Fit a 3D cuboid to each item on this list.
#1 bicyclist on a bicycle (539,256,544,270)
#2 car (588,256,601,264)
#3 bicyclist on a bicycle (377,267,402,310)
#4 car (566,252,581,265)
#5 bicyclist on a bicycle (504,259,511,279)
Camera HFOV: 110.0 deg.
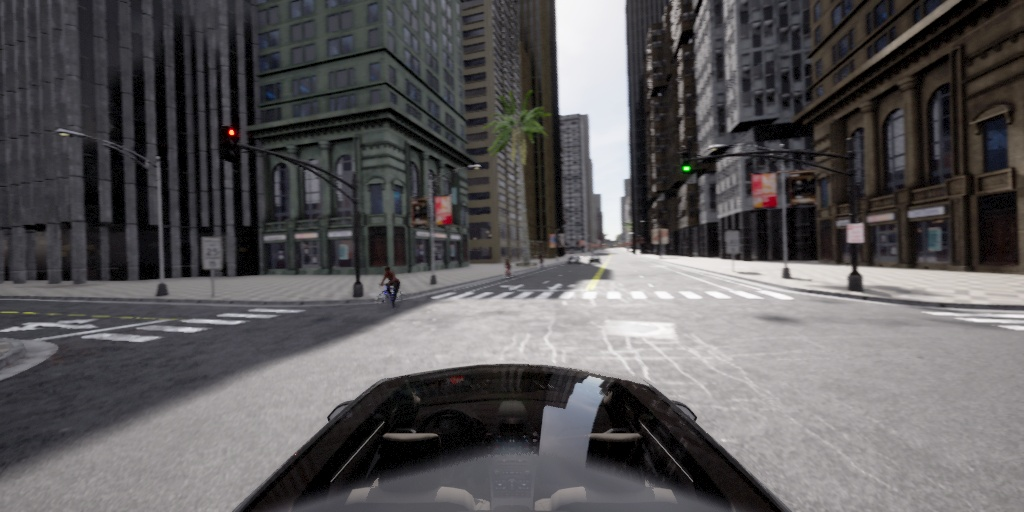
[{"bbox_3d":[3.585,0.880,43.366,0.582,1.620,1.656,-2,1,16],"label":"bicyclist on a bicycle"},{"bbox_3d":[13.364,0.621,57.778,1.895,1.301,4.718,-2,0,16],"label":"car"},{"bbox_3d":[-4.759,1.252,14.016,0.582,1.620,1.656,-1,-1,16],"label":"bicyclist on a bicycle"},{"bbox_3d":[10.244,0.613,58.693,2.128,1.511,4.902,-2,0,16],"label":"car"},{"bbox_3d":[-0.340,1.082,29.543,0.582,1.620,1.656,-2,1,16],"label":"bicyclist on a bicycle"}]
